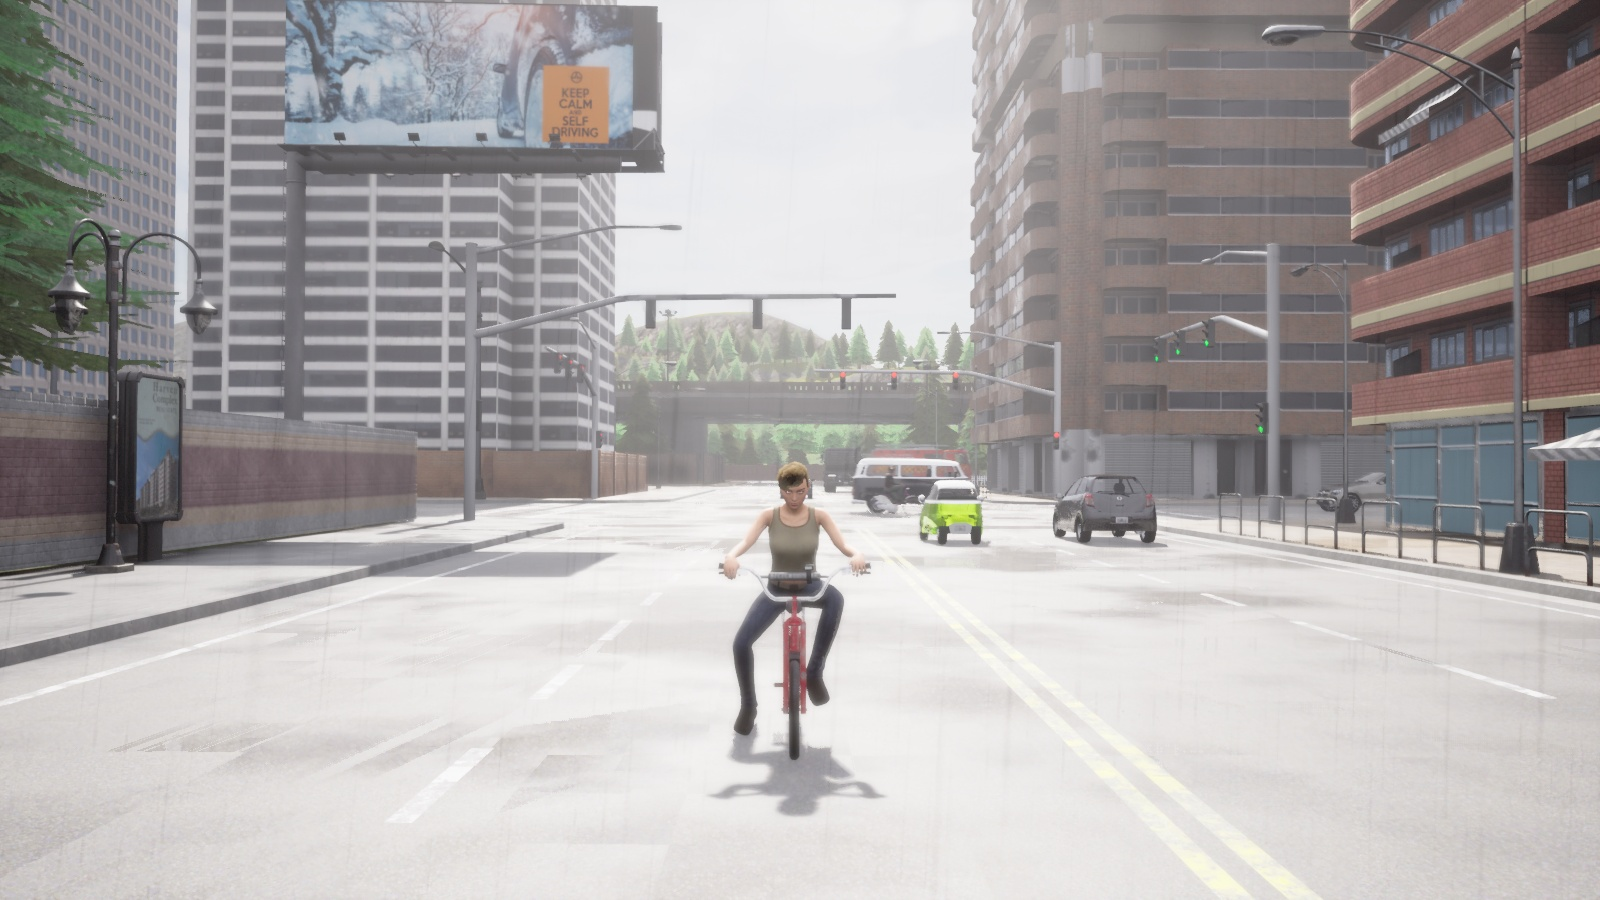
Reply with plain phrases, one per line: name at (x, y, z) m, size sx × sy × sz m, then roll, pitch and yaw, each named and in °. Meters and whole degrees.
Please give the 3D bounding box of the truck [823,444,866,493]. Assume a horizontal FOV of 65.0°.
truck at (3.248, 1.386, 93.548) m, size 2.891 × 3.462 × 7.936 m, roll 0°, pitch -1°, yaw 0°

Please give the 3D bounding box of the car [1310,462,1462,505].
car at (23.241, 1.337, 49.939) m, size 5.027 × 1.651 × 2.152 m, roll 0°, pitch -1°, yaw 0°

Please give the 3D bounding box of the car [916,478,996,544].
car at (3.426, 1.322, 27.811) m, size 1.481 × 1.376 × 2.207 m, roll 0°, pitch -1°, yaw 0°

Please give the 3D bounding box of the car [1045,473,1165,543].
car at (6.923, 1.284, 28.835) m, size 1.845 × 1.501 × 3.633 m, roll 0°, pitch -1°, yaw 0°

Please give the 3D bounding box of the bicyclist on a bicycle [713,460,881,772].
bicyclist on a bicycle at (-0.027, 0.873, 7.275) m, size 0.866 × 1.612 × 1.509 m, roll 0°, pitch -1°, yaw -1°

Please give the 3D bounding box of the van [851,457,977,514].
van at (4.168, 1.300, 46.491) m, size 4.480 × 2.038 × 2.069 m, roll 0°, pitch -1°, yaw 0°

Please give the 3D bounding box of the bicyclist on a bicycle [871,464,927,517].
bicyclist on a bicycle at (3.383, 1.392, 42.991) m, size 1.843 × 1.776 × 0.659 m, roll 0°, pitch -1°, yaw 0°
